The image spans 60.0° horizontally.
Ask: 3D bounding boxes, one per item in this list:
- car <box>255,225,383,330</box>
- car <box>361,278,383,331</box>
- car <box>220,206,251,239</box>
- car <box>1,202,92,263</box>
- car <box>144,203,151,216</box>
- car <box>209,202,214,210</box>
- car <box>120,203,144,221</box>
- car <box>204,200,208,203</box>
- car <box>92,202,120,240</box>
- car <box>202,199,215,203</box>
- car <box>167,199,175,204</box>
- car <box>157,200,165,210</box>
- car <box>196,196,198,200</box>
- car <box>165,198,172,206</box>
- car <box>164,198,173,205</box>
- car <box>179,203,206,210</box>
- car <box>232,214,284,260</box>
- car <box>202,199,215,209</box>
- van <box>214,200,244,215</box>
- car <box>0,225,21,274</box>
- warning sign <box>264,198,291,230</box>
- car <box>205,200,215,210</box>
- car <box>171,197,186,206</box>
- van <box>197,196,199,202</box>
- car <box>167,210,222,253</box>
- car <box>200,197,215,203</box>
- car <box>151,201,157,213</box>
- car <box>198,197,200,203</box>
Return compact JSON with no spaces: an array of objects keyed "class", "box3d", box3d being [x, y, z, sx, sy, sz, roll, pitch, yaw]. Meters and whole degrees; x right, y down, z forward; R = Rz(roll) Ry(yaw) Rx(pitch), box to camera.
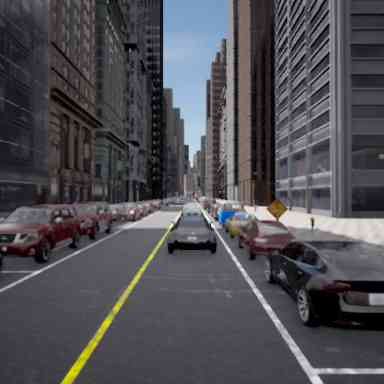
[{"class":"car","box3d":[2.771,1.632,6.968,1.947,1.339,4.313,0,-1,0]},{"class":"car","box3d":[2.767,1.579,1.331,1.947,1.339,4.313,0,-1,0]},{"class":"car","box3d":[2.778,1.700,18.411,1.752,1.417,4.829,0,-1,0]},{"class":"car","box3d":[-5.750,1.434,12.609,2.192,1.841,5.009,0,-1,0]},{"class":"car","box3d":[-5.737,1.921,35.149,1.802,1.307,4.206,0,-1,0]},{"class":"car","box3d":[2.784,1.865,29.512,1.802,1.307,4.206,0,-1,0]},{"class":"car","box3d":[-5.740,1.723,29.515,1.967,1.590,4.097,0,-1,0]},{"class":"car","box3d":[2.791,1.962,40.786,1.947,1.339,4.313,0,-1,0]},{"class":"car","box3d":[-5.746,1.488,18.245,2.192,1.841,5.009,0,-1,0]},{"class":"car","box3d":[2.795,2.020,46.422,1.947,1.339,4.313,0,-1,0]},{"class":"car","box3d":[-5.702,2.492,91.509,1.947,1.339,4.313,0,-1,0]},{"class":"car","box3d":[-5.727,2.094,52.058,1.802,1.307,4.206,0,-1,0]},{"class":"car","box3d":[2.823,2.367,91.514,1.967,1.590,4.097,0,-1,0]},{"class":"car","box3d":[-5.716,2.252,68.966,1.947,1.339,4.313,0,-1,0]},{"class":"car","box3d":[-5.709,2.246,80.240,1.967,1.590,4.097,0,-1,0]},{"class":"car","box3d":[0.021,1.880,29.109,1.895,1.301,4.718,0,-1,0]},{"class":"car","box3d":[2.774,1.701,12.604,1.802,1.307,4.206,0,-1,0]},{"class":"car","box3d":[2.802,2.010,57.697,1.967,1.590,4.097,0,-1,0]},{"class":"van","box3d":[2.782,1.568,23.879,1.690,1.788,3.998,0,-1,0]},{"class":"car","box3d":[-5.754,1.632,6.970,1.947,1.339,4.313,0,-1,0]},{"class":"warning sign","box3d":[5.076,1.304,19.867,1.300,1.860,1.060,0,-1,0]},{"class":"car","box3d":[2.788,1.890,35.150,2.008,1.369,4.403,0,-1,0]},{"class":"car","box3d":[-2.955,2.263,71.788,1.994,1.385,4.181,0,-1,0]},{"class":"van","box3d":[2.816,2.147,80.242,1.690,1.788,3.998,0,-1,0]},{"class":"car","box3d":[0.015,1.699,14.303,1.994,1.385,4.181,0,0,0]},{"class":"car","box3d":[2.799,1.827,52.061,2.192,1.841,5.009,0,-1,0]},{"class":"car","box3d":[-5.734,1.978,40.785,1.802,1.307,4.206,0,-1,0]},{"class":"car","box3d":[2.809,2.237,68.968,2.008,1.369,4.403,0,-1,0]}]
